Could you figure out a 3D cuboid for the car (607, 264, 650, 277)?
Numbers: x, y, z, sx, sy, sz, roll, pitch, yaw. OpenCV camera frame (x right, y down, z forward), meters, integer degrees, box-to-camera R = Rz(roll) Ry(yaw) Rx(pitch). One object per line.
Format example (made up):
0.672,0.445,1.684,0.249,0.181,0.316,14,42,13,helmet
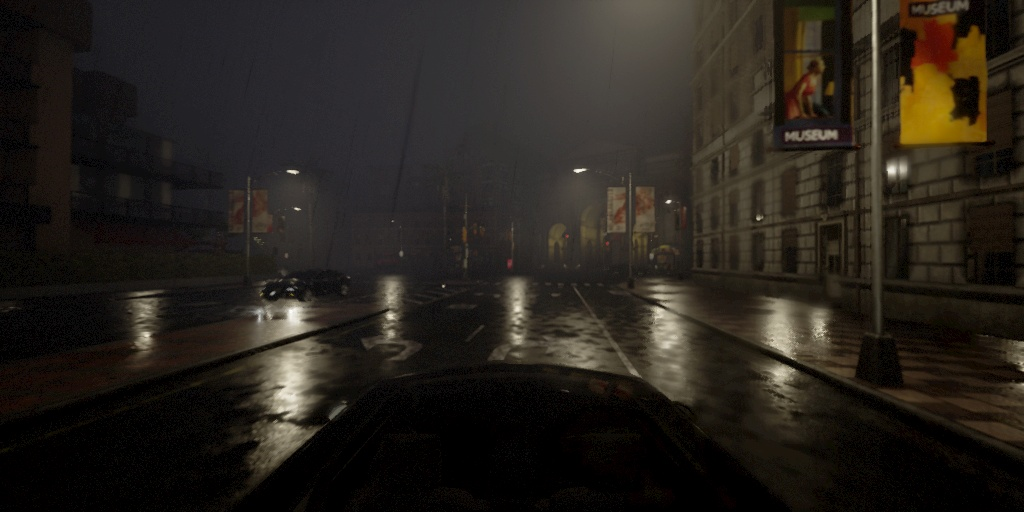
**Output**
14.152,1.693,43.629,4.892,1.490,1.837,0,-4,19,car

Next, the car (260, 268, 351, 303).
-9.912,1.380,17.696,1.837,1.490,4.892,0,-1,7,car
